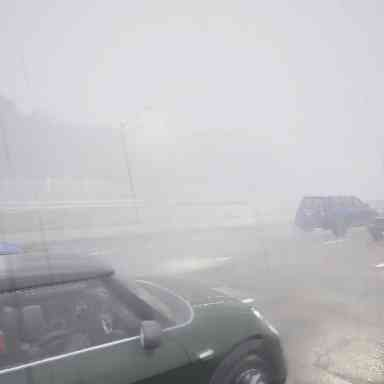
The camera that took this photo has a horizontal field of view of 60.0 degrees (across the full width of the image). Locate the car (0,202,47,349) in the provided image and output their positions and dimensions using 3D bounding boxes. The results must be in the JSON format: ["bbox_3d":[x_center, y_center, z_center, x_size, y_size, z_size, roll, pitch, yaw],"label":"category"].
[{"bbox_3d":[-5.121,1.220,4.392,5.566,2.045,2.150,0,0,-36],"label":"car"}]

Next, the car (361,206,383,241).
[{"bbox_3d":[9.960,1.462,15.111,4.892,1.490,1.837,0,0,-35],"label":"car"}]

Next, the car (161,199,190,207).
[{"bbox_3d":[-1.293,1.472,37.369,4.674,1.442,1.812,0,0,-35],"label":"car"}]

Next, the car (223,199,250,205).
[{"bbox_3d":[4.126,1.483,36.878,5.357,1.411,2.033,0,0,-35],"label":"car"}]

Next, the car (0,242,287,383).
[{"bbox_3d":[-1.228,1.353,2.993,4.553,1.767,2.097,0,0,-35],"label":"car"}]

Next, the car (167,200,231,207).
[{"bbox_3d":[0.591,1.526,25.861,4.181,1.385,1.994,0,0,-35],"label":"car"}]

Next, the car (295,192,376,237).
[{"bbox_3d":[7.965,1.179,17.988,5.566,2.045,2.150,0,0,-35],"label":"car"}]
